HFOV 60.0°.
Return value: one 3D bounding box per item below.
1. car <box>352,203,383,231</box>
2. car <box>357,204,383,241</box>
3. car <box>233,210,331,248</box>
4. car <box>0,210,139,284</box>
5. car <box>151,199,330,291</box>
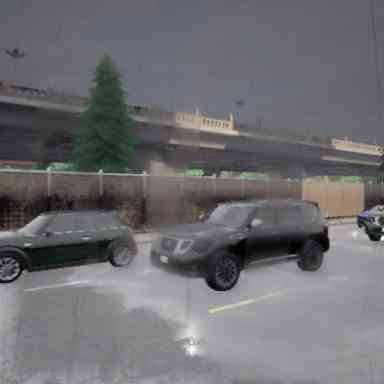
[{"bbox_3d":[12.657,1.524,21.553,5.008,1.535,1.882,0,0,-35],"label":"car"},{"bbox_3d":[10.454,1.257,15.692,5.566,2.045,2.150,0,0,-35],"label":"car"},{"bbox_3d":[4.318,1.627,15.646,4.718,1.301,1.895,0,0,-35],"label":"car"},{"bbox_3d":[-3.960,1.356,9.754,4.553,1.767,2.097,0,0,-35],"label":"car"},{"bbox_3d":[1.607,1.236,9.413,5.566,2.045,2.150,0,0,-35],"label":"car"}]
